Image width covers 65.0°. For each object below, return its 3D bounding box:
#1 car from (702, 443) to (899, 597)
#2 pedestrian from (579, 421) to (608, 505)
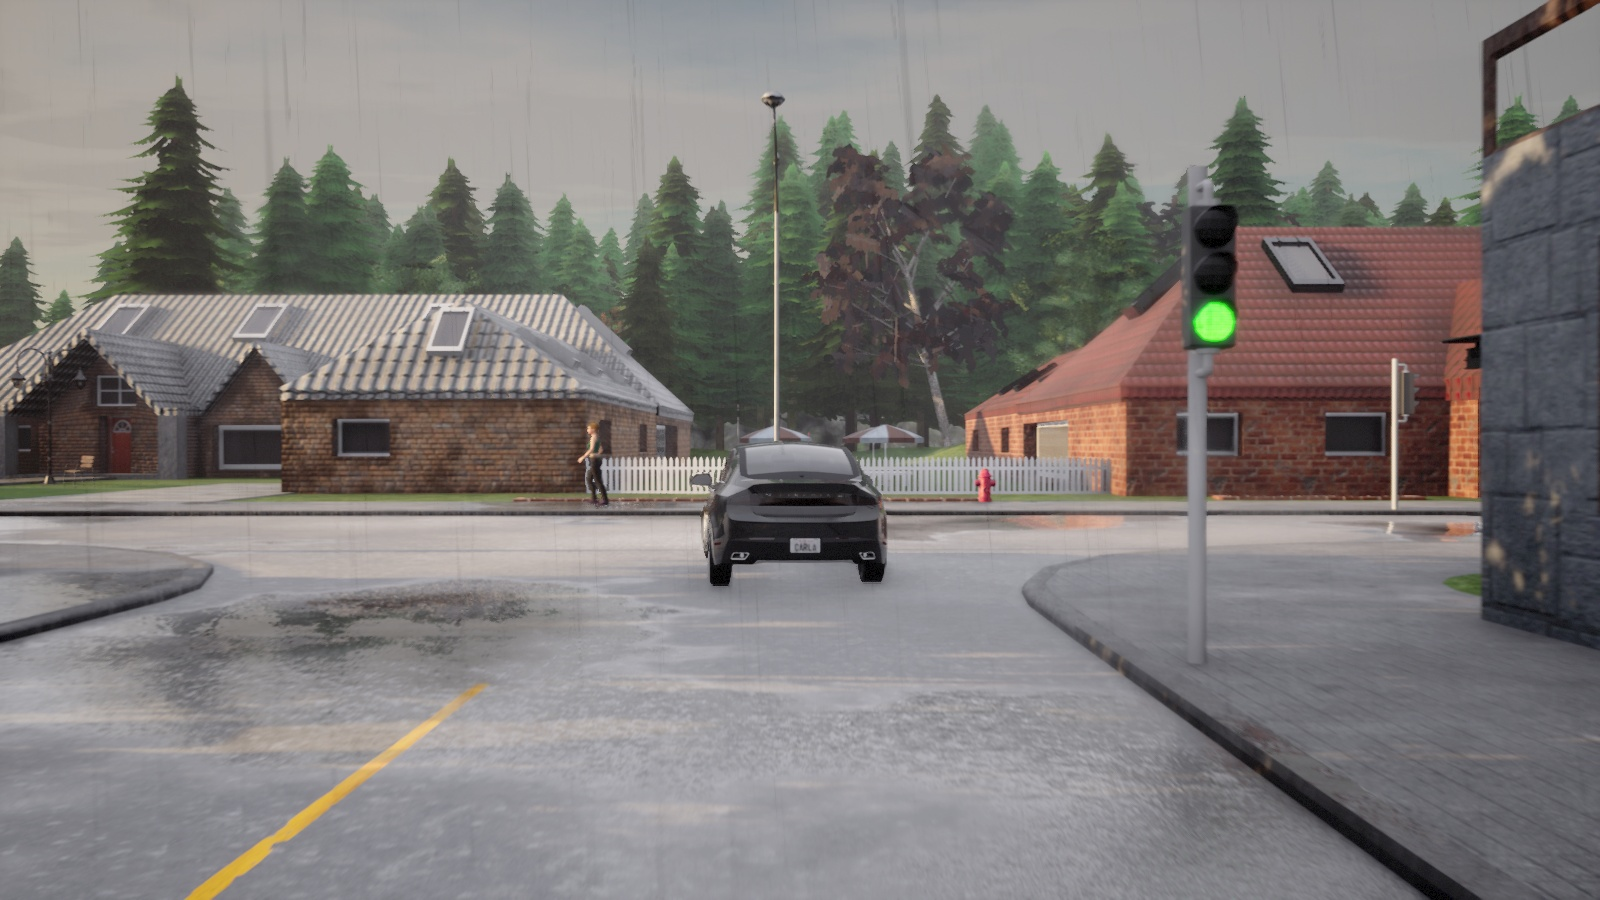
[{"bbox_3d":[-0.179,0.668,14.620,1.837,1.490,4.892,0,0,-5],"label":"car"},{"bbox_3d":[-4.551,0.289,27.664,0.594,1.836,0.345,0,0,0],"label":"pedestrian"}]
